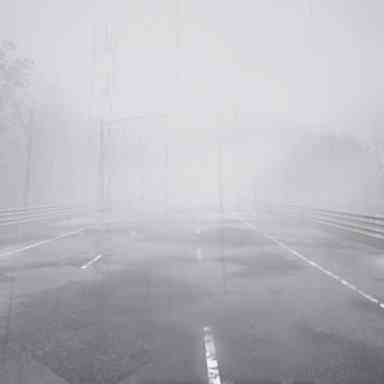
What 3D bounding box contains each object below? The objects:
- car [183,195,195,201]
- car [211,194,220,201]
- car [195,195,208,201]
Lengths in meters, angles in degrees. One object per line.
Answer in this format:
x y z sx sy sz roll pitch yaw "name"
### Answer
-1.125 1.571 85.775 2.033 1.411 5.357 0 0 6 "car"
5.959 1.359 86.310 2.097 1.767 4.553 0 0 6 "car"
2.404 1.612 85.897 1.895 1.301 4.718 0 0 6 "car"
